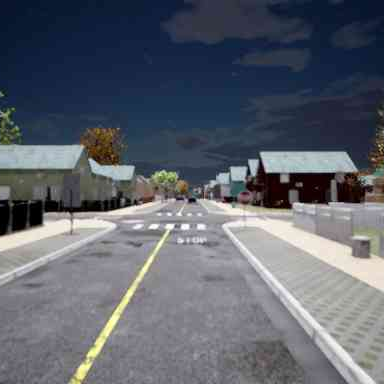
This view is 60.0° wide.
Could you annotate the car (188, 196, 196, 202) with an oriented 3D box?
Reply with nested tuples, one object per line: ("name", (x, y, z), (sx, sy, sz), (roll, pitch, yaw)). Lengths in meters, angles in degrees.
("car", (0.020, 1.629, 81.853), (1.812, 1.442, 4.674), (0, 0, 0))

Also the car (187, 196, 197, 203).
("car", (0.017, 1.686, 71.431), (1.837, 1.490, 4.892), (0, 0, 0))

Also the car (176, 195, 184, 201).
("car", (-2.731, 1.382, 76.024), (2.033, 1.411, 5.357), (0, 0, 0))
